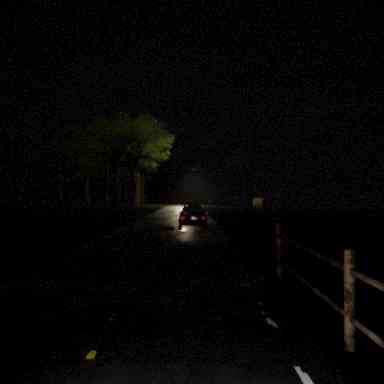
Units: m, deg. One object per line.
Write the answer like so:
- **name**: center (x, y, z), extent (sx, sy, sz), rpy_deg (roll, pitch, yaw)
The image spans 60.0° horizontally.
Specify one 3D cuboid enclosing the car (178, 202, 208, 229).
- **car**: center (0.055, 1.591, 21.957), extent (2.033, 1.411, 5.357), rpy_deg (0, 0, 0)
